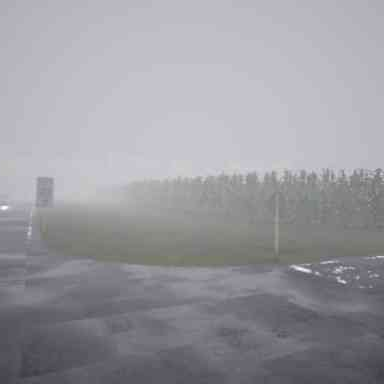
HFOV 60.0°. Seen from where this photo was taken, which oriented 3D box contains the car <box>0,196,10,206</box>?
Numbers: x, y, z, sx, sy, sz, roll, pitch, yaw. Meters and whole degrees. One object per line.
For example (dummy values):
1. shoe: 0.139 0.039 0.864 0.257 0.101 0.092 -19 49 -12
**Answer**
1. car: -27.828 1.294 48.652 1.895 1.301 4.718 2 0 -25
